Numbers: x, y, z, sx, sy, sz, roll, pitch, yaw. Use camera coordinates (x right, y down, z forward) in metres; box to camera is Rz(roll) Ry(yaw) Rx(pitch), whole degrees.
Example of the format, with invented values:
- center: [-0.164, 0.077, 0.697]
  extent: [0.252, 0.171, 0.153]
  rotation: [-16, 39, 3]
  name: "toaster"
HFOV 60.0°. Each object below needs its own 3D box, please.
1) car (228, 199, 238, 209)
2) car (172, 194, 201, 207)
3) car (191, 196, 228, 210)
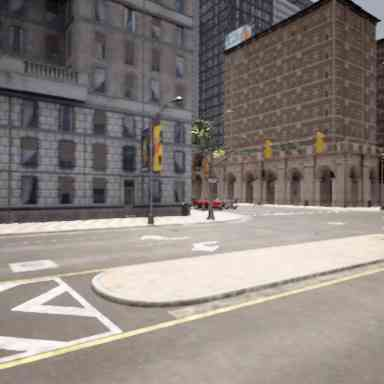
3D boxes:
- center: [4.635, 1.725, 48.410]
  extent: [2.128, 1.511, 4.902]
  rotation: [1, 0, -35]
  name: "car"
- center: [-1.025, 1.454, 56.496]
  extent: [2.150, 2.045, 5.566]
  rotation: [1, 0, -35]
  name: "car"
- center: [2.213, 1.685, 45.773]
  extent: [1.882, 1.535, 5.008]
  rotation: [1, 0, -35]
  name: "car"
